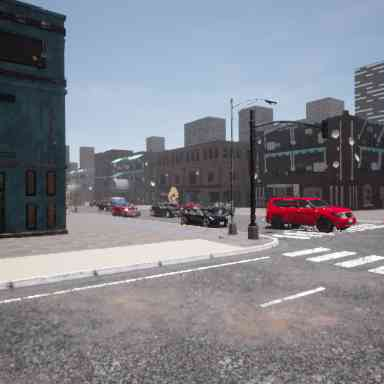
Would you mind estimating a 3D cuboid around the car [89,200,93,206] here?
[{"bbox_3d":[-19.651,2.227,67.949,1.887,1.381,4.507,-1,0,-36],"label":"car"}]

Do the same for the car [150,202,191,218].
[{"bbox_3d":[-2.556,1.835,34.075,1.837,1.490,4.892,-1,0,-36],"label":"car"}]

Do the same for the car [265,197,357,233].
[{"bbox_3d":[7.185,1.342,20.804,2.150,2.045,5.566,-1,-1,-38],"label":"car"}]

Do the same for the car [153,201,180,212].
[{"bbox_3d":[-3.562,1.965,45.429,1.802,1.307,4.206,-2,0,-36],"label":"car"}]

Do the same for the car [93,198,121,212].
[{"bbox_3d":[-12.078,2.019,47.457,1.837,1.490,4.892,-1,0,-35],"label":"car"}]

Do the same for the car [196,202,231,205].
[{"bbox_3d":[2.872,1.809,36.421,2.008,1.369,4.403,-2,0,-36],"label":"car"}]

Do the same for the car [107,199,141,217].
[{"bbox_3d":[-7.166,1.846,36.052,1.967,1.590,4.097,-1,0,-36],"label":"car"}]

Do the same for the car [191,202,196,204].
[{"bbox_3d":[-0.345,1.903,40.926,1.802,1.307,4.206,-2,0,-36],"label":"car"}]

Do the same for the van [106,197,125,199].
[{"bbox_3d":[-13.220,1.906,58.941,1.690,1.788,3.998,-1,0,-36],"label":"van"}]

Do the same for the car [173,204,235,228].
[{"bbox_3d":[0.804,1.814,24.690,1.947,1.339,4.313,-2,0,-36],"label":"car"}]
